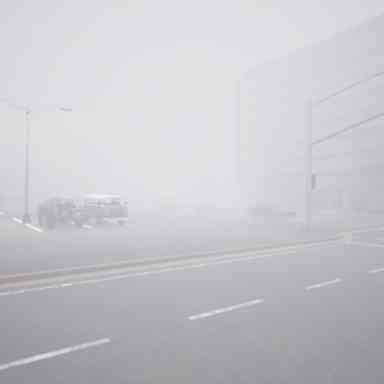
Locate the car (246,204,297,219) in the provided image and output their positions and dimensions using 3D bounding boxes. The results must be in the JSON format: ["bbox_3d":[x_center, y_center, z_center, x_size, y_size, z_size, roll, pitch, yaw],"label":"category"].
[{"bbox_3d":[7.896,1.885,33.447,2.033,1.411,5.357,1,0,-35],"label":"car"}]

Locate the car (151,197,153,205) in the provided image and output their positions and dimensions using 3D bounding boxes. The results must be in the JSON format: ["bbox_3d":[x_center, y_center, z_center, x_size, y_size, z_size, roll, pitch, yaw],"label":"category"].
[{"bbox_3d":[-4.676,1.858,57.555,1.882,1.535,5.008,1,0,-35],"label":"car"}]

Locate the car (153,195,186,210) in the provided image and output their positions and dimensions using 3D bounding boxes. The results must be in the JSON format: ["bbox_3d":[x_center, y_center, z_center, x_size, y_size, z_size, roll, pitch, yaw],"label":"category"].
[{"bbox_3d":[-3.366,1.691,49.346,2.097,1.767,4.553,1,0,-35],"label":"car"}]

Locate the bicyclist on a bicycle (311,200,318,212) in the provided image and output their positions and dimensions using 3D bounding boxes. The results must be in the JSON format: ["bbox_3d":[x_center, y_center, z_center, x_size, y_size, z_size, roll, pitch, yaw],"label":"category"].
[{"bbox_3d":[15.339,1.759,41.939,1.656,1.620,0.582,0,0,-35],"label":"bicyclist on a bicycle"}]

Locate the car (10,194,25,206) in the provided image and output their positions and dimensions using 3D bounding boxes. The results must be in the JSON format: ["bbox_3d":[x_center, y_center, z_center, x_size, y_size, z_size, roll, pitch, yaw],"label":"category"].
[{"bbox_3d":[-28.436,1.303,54.503,1.932,1.855,4.605,1,0,-35],"label":"car"}]

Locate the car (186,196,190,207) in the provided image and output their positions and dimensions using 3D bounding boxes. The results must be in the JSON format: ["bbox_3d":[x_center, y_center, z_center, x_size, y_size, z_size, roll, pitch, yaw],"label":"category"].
[{"bbox_3d":[-2.614,1.640,60.705,2.150,2.045,5.566,1,0,-35],"label":"car"}]

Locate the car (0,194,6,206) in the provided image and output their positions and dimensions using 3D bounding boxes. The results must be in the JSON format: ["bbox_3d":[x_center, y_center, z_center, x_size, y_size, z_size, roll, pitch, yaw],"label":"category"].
[{"bbox_3d":[-30.833,1.274,52.881,1.905,1.878,3.866,1,0,-35],"label":"car"}]

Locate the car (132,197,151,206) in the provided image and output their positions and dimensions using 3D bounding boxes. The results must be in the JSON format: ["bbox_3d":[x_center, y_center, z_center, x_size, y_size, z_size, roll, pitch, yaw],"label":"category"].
[{"bbox_3d":[-10.074,1.872,65.145,2.128,1.511,4.902,1,0,-35],"label":"car"}]

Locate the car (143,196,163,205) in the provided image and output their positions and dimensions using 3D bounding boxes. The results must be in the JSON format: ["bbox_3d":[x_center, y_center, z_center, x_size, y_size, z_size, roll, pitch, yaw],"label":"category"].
[{"bbox_3d":[-8.132,1.771,68.477,2.097,1.767,4.553,1,0,-35],"label":"car"}]

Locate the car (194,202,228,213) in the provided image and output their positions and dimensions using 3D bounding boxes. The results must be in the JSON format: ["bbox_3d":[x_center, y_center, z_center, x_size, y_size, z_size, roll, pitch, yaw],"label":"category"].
[{"bbox_3d":[2.336,1.939,41.284,1.895,1.301,4.718,1,0,-35],"label":"car"}]
